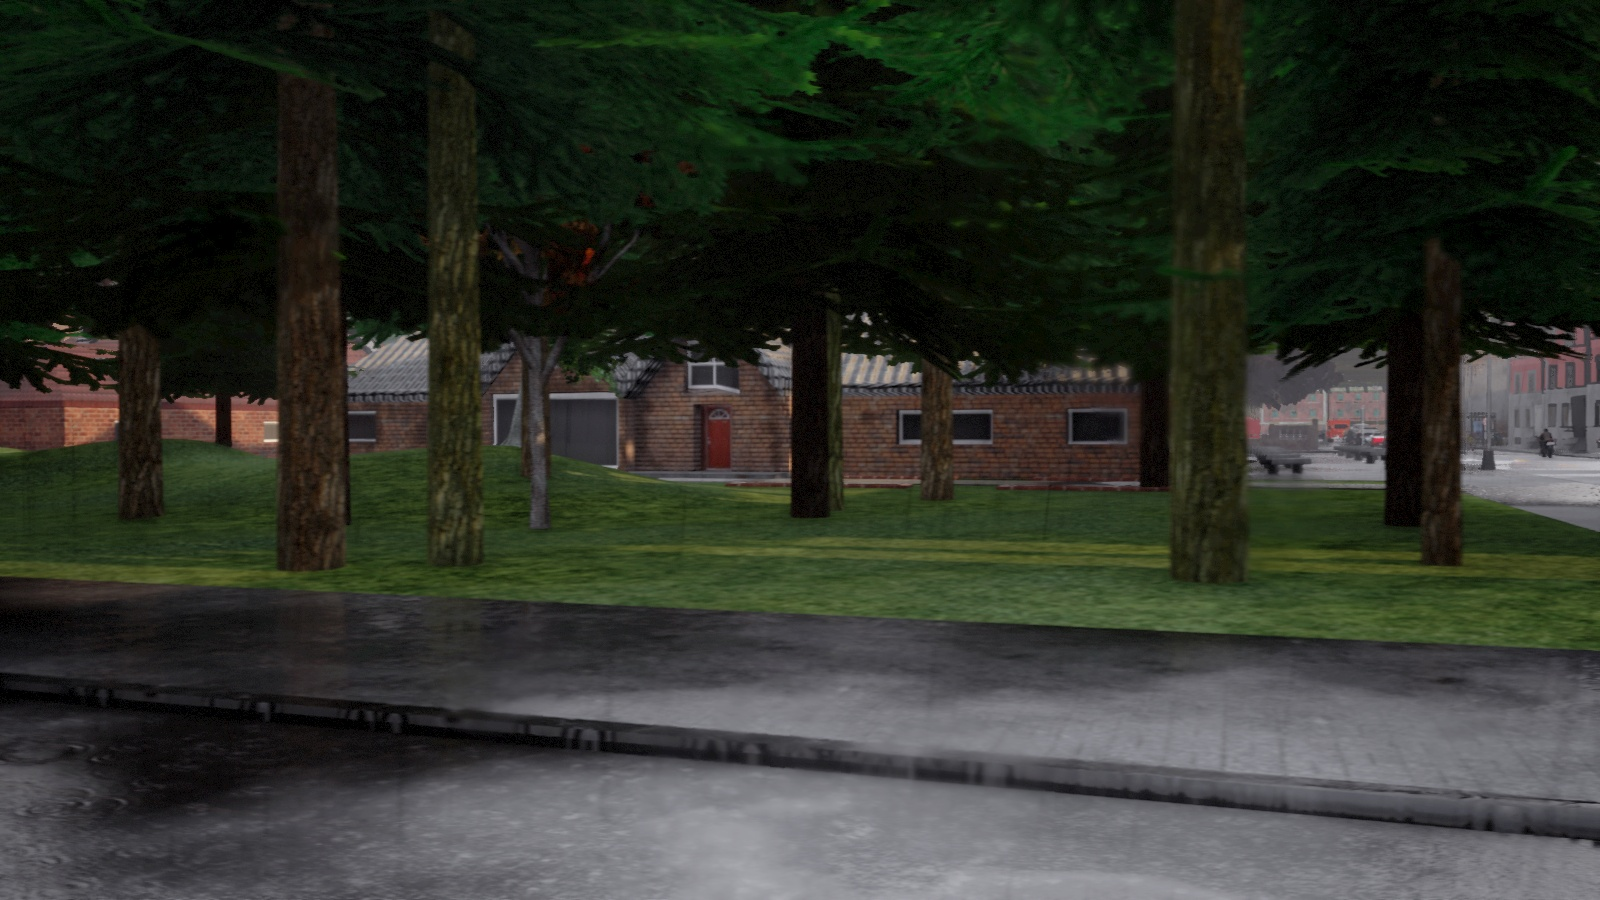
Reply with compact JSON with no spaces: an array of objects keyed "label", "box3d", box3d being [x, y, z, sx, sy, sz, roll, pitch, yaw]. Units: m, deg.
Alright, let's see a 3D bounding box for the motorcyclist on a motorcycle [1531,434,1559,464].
[{"label":"motorcyclist on a motorcycle","box3d":[37.820,-0.056,63.755,0.797,1.523,2.044,0,1,19]}]
